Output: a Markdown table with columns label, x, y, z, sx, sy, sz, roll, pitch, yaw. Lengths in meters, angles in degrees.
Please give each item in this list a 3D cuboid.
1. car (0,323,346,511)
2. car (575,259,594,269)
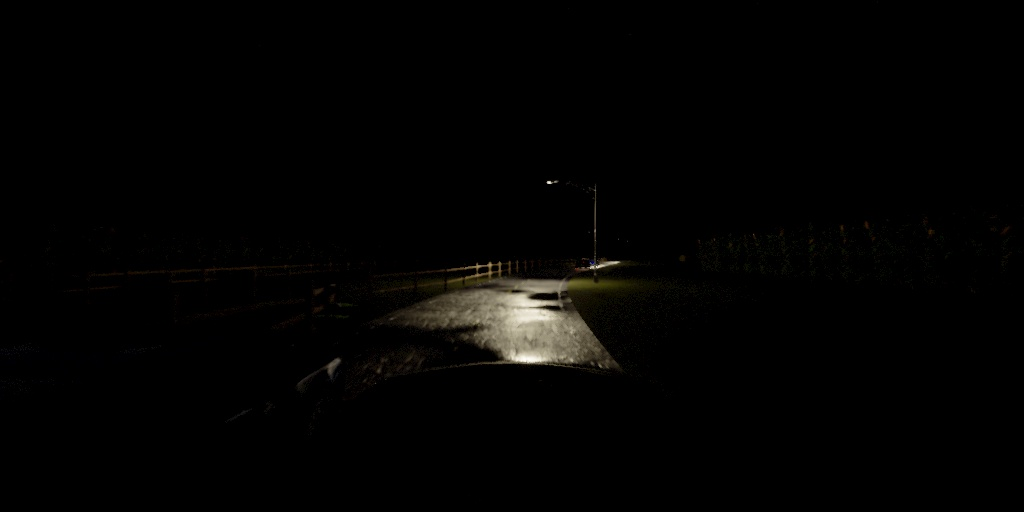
| label | x | y | z | sx | sy | sz | roll | pitch | yaw |
| --- | --- | --- | --- | --- | --- | --- | --- | --- | --- |
| car | -2.741 | 1.263 | 2.192 | 1.812 | 1.442 | 4.674 | 0 | 0 | 1 |
| car | 11.374 | 1.192 | 57.586 | 2.128 | 1.511 | 4.902 | 0 | 0 | 21 |
